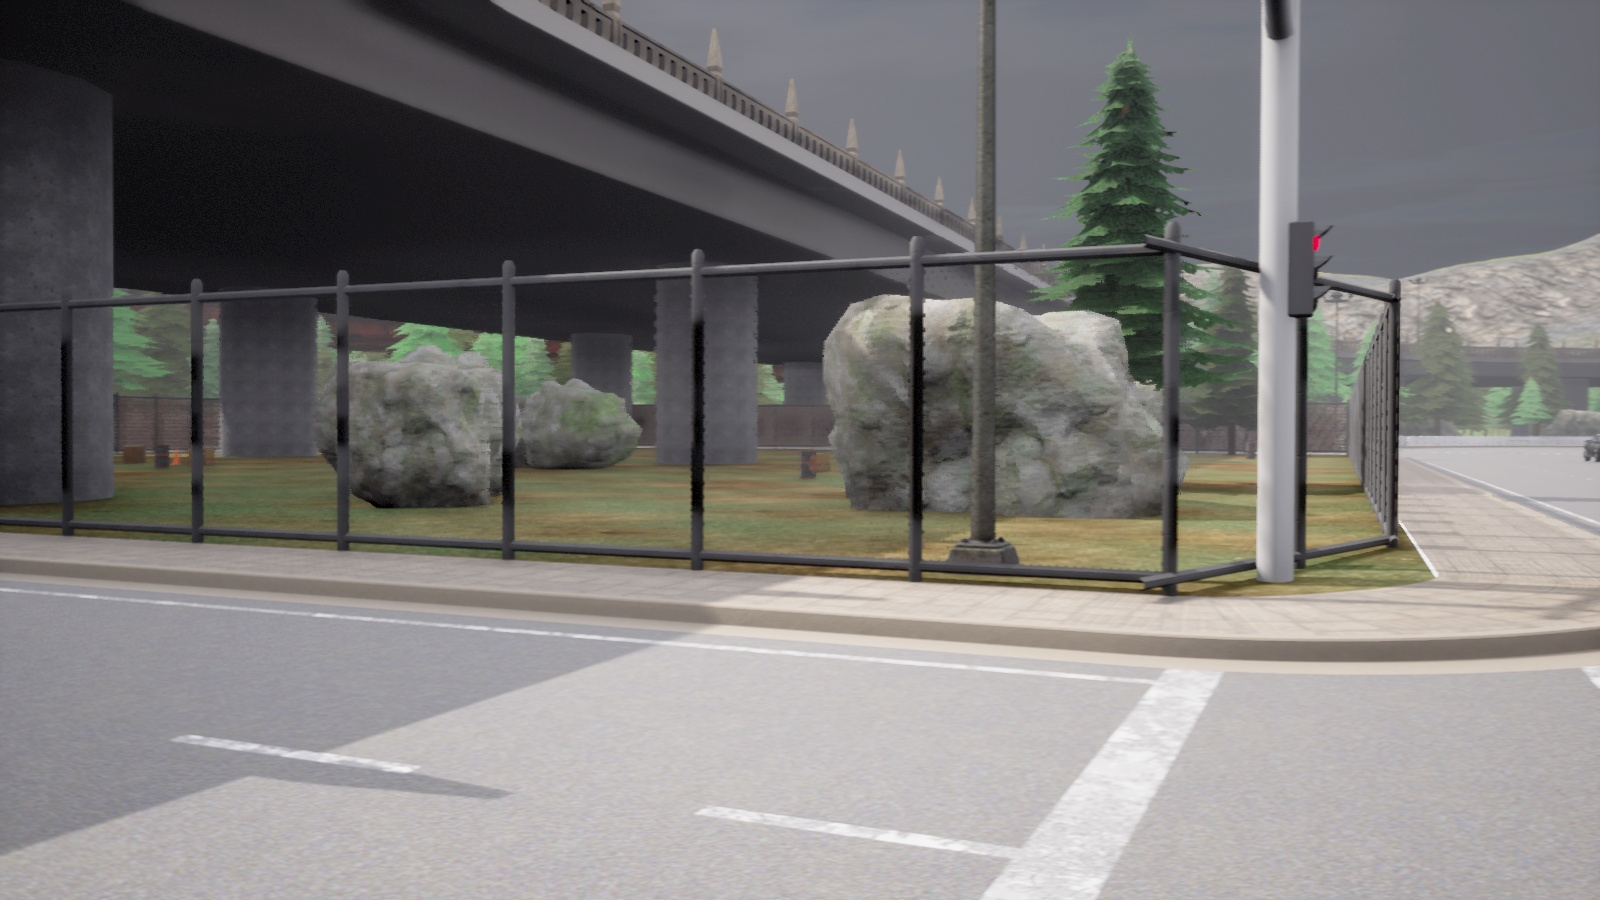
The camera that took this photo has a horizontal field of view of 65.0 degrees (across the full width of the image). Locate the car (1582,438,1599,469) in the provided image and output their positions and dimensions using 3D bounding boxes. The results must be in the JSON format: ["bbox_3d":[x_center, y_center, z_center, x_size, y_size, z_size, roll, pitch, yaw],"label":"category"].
[{"bbox_3d":[41.472,0.156,63.871,2.128,1.511,4.902,1,1,23],"label":"car"}]
